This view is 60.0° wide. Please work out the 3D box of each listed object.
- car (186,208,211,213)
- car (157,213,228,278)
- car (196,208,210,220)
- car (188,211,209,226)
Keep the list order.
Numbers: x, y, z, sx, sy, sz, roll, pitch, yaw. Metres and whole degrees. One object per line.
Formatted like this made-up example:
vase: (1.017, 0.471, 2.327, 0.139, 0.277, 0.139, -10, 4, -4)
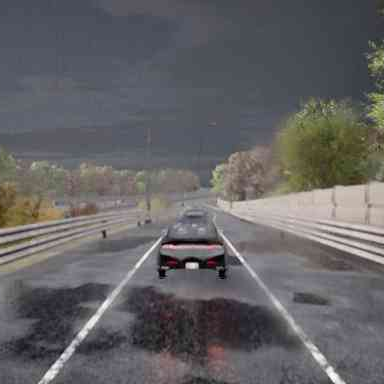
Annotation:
car: (0.247, 2.050, 23.996, 1.837, 1.490, 4.892, 0, -3, 2)
car: (0.017, 1.600, 10.394, 2.128, 1.511, 4.902, 0, -1, 0)
car: (1.648, 3.138, 48.498, 1.882, 1.535, 5.008, 0, -2, 4)
car: (0.664, 2.539, 32.622, 1.895, 1.301, 4.718, 0, -3, 3)
